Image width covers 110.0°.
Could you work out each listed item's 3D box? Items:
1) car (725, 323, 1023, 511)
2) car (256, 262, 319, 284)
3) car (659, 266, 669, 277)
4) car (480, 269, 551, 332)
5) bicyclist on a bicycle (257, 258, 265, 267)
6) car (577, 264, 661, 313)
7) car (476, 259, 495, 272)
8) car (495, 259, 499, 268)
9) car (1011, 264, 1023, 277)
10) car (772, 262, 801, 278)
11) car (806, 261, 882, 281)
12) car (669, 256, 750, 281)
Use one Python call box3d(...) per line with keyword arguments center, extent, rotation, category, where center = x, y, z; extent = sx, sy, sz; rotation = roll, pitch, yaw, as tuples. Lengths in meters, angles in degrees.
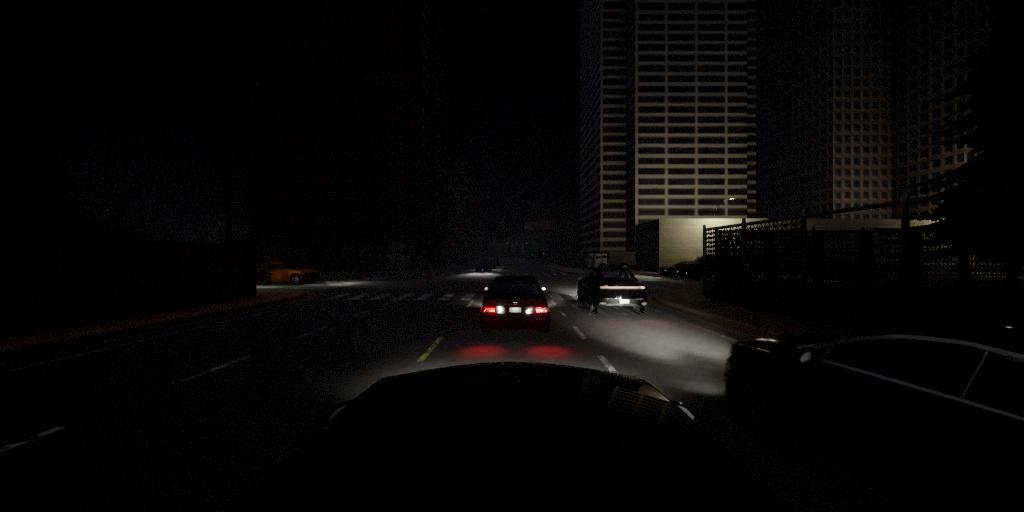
box3d(center=(3.605, 1.243, 2.574), extent=(2.128, 1.511, 4.902), rotation=(0, 0, 0), category="car")
box3d(center=(-16.461, 1.172, 25.545), extent=(5.008, 1.535, 1.882), rotation=(0, 0, 1), category="car")
box3d(center=(15.891, 1.199, 32.713), extent=(4.892, 1.490, 1.837), rotation=(0, 0, 0), category="car")
box3d(center=(0.090, 1.297, 10.824), extent=(2.033, 1.411, 5.357), rotation=(0, 0, 0), category="car")
box3d(center=(-26.482, 0.995, 37.788), extent=(0.582, 1.620, 1.656), rotation=(0, 0, 10), category="bicyclist on a bicycle")
box3d(center=(3.740, 1.242, 14.020), extent=(2.128, 1.511, 4.902), rotation=(0, 0, 2), category="car")
box3d(center=(-3.517, 1.351, 45.523), extent=(1.895, 1.301, 4.718), rotation=(0, 0, 0), category="car")
box3d(center=(-3.523, 1.228, 56.096), extent=(1.882, 1.535, 5.008), rotation=(0, 0, 0), category="car")
box3d(center=(48.391, 1.202, 32.695), extent=(4.892, 1.490, 1.837), rotation=(1, 0, 0), category="car")
box3d(center=(26.542, 1.172, 32.719), extent=(5.008, 1.535, 1.882), rotation=(0, 0, 0), category="car")
box3d(center=(27.063, 1.172, 29.219), extent=(5.008, 1.535, 1.882), rotation=(0, 0, 0), category="car")
box3d(center=(16.274, 0.917, 29.212), extent=(5.566, 2.045, 2.150), rotation=(0, 0, 0), category="car")
